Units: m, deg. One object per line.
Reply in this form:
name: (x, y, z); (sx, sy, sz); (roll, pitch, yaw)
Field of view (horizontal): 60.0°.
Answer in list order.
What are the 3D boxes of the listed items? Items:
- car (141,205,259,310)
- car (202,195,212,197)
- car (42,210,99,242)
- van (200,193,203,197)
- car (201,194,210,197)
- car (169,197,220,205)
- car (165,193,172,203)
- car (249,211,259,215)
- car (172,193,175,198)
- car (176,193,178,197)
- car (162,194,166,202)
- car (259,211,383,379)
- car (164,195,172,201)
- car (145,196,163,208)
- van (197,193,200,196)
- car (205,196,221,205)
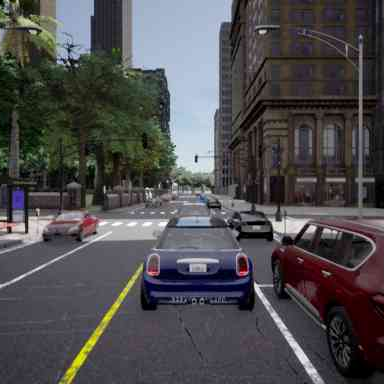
car: (0.103, 1.350, 7.950); (2.097, 1.767, 4.553); (0, 0, 0)
car: (2.762, 1.541, 48.158); (1.947, 1.339, 4.313); (0, 0, 0)
car: (-5.765, 1.577, 16.319); (1.802, 1.307, 4.206); (0, 0, 0)
van: (2.762, 1.306, 58.999); (1.690, 1.788, 3.998); (0, 0, 0)
car: (2.763, 1.496, 53.748); (1.752, 1.417, 4.829); (0, 0, 0)
car: (0.102, 1.347, 17.484); (2.097, 1.767, 4.553); (0, 0, 0)
car: (-5.762, 1.392, 69.860); (1.967, 1.590, 4.097); (0, 0, 0)
car: (2.760, 1.561, 16.301); (1.947, 1.339, 4.313); (0, 0, 0)
car: (-5.762, 1.260, 75.280); (2.192, 1.841, 5.009); (0, 0, 0)
car: (-5.760, 1.234, 91.541); (2.192, 1.841, 5.009); (0, 0, 0)
car: (-5.763, 1.411, 53.598); (1.967, 1.590, 4.097); (0, 0, 0)
car: (2.758, 1.314, 5.450); (2.192, 1.841, 5.009); (0, 0, 0)
car: (-5.761, 1.462, 80.531); (1.752, 1.417, 4.829); (0, 0, 0)
car: (-5.763, 1.526, 48.178); (2.008, 1.369, 4.403); (0, 0, 0)
van: (2.764, 1.278, 80.680); (1.690, 1.788, 3.998); (0, 0, 0)
car: (2.762, 1.545, 42.738); (1.947, 1.339, 4.313); (0, 0, 0)
